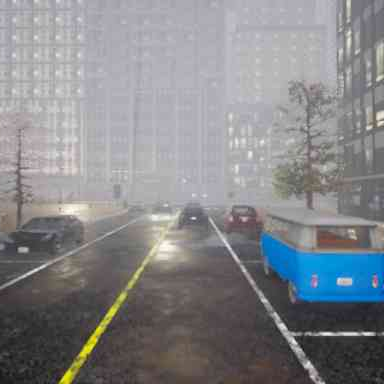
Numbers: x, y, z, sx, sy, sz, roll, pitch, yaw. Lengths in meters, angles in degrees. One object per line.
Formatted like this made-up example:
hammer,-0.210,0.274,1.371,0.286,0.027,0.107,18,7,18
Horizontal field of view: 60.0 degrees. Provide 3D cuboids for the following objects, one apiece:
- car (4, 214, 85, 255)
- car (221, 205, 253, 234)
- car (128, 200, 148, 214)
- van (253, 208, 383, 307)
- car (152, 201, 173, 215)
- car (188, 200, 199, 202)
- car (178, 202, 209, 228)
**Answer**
car,-5.676,1.579,13.388,1.947,1.339,4.313,1,0,0
car,2.708,1.458,19.018,1.967,1.590,4.097,1,0,0
car,-5.795,1.583,35.957,2.008,1.369,4.403,1,0,0
van,2.705,1.349,7.735,1.690,1.788,3.998,1,0,0
car,-2.987,1.600,34.620,1.994,1.385,4.181,0,0,0
car,0.117,1.595,36.199,1.994,1.385,4.181,0,0,0
car,0.110,1.585,22.417,1.994,1.385,4.181,0,0,0
